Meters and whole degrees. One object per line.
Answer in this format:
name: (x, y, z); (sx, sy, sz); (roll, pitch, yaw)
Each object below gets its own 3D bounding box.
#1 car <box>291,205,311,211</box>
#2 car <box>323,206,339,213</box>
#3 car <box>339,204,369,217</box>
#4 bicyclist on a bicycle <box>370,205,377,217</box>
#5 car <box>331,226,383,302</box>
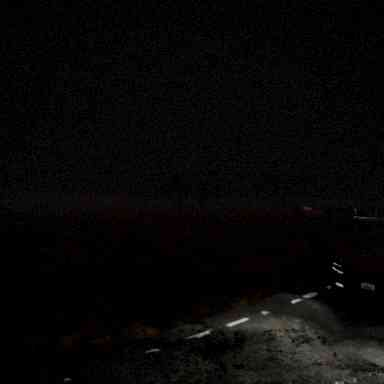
car: (23.451, 3.484, 71.595); (1.895, 1.301, 4.718); (3, -2, -18)
car: (25.841, 3.247, 60.450); (1.895, 1.301, 4.718); (2, -2, -8)
car: (22.983, 2.534, 46.697); (2.097, 1.767, 4.553); (2, -1, 3)
bicyclist on a bicycle: (27.154, 2.781, 49.752); (0.659, 1.776, 1.843); (2, -1, 2)
car: (5.180, 1.622, 8.322); (1.882, 1.535, 5.008); (1, -1, 44)
